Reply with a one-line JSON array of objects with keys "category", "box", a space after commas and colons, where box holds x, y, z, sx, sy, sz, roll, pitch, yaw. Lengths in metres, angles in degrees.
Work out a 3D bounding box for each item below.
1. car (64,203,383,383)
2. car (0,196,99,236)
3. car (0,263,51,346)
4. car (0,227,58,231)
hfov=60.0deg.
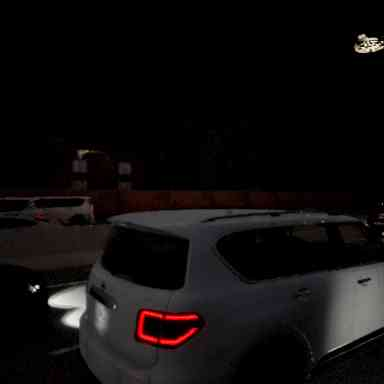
[{"category": "car", "box": [1.333, 1.240, 4.696, 5.566, 2.045, 2.150, 0, 0, -36]}, {"category": "car", "box": [-8.519, 1.244, 19.403, 5.566, 2.045, 2.150, 1, 0, -35]}, {"category": "car", "box": [-4.379, 1.560, 4.921, 4.181, 1.385, 1.994, 0, 0, -35]}, {"category": "car", "box": [-6.997, 1.531, 11.898, 4.674, 1.442, 1.812, 0, 0, -36]}]
